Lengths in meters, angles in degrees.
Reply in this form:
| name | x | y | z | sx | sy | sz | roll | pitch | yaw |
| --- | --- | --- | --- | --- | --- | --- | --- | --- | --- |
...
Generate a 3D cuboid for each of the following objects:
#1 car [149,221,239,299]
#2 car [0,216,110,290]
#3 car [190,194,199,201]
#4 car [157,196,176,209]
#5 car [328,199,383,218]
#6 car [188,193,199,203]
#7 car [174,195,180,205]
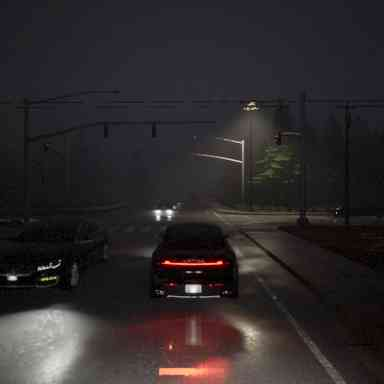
| name | x | y | z | sx | sy | sz | roll | pitch | yaw |
| --- | --- | --- | --- | --- | --- | --- | --- | --- | --- |
| car | 0.049 | 1.501 | 8.461 | 1.837 | 1.490 | 4.892 | 0 | 0 | 1 |
| car | -3.594 | 1.482 | 9.093 | 1.837 | 1.490 | 4.892 | 0 | 0 | 0 |
| car | 0.580 | 1.355 | 80.886 | 2.097 | 1.767 | 4.553 | 0 | 0 | 2 |
| car | -3.592 | 1.601 | 44.865 | 1.895 | 1.301 | 4.718 | 0 | 0 | 0 |
| car | 14.590 | 1.379 | 29.596 | 4.553 | 1.767 | 2.097 | 0 | 0 | 1 |
| car | 0.306 | 1.224 | 70.494 | 2.150 | 2.045 | 5.566 | 0 | 0 | 2 |
| car | -3.563 | 1.478 | 55.291 | 1.882 | 1.535 | 5.008 | 0 | 0 | 0 |
